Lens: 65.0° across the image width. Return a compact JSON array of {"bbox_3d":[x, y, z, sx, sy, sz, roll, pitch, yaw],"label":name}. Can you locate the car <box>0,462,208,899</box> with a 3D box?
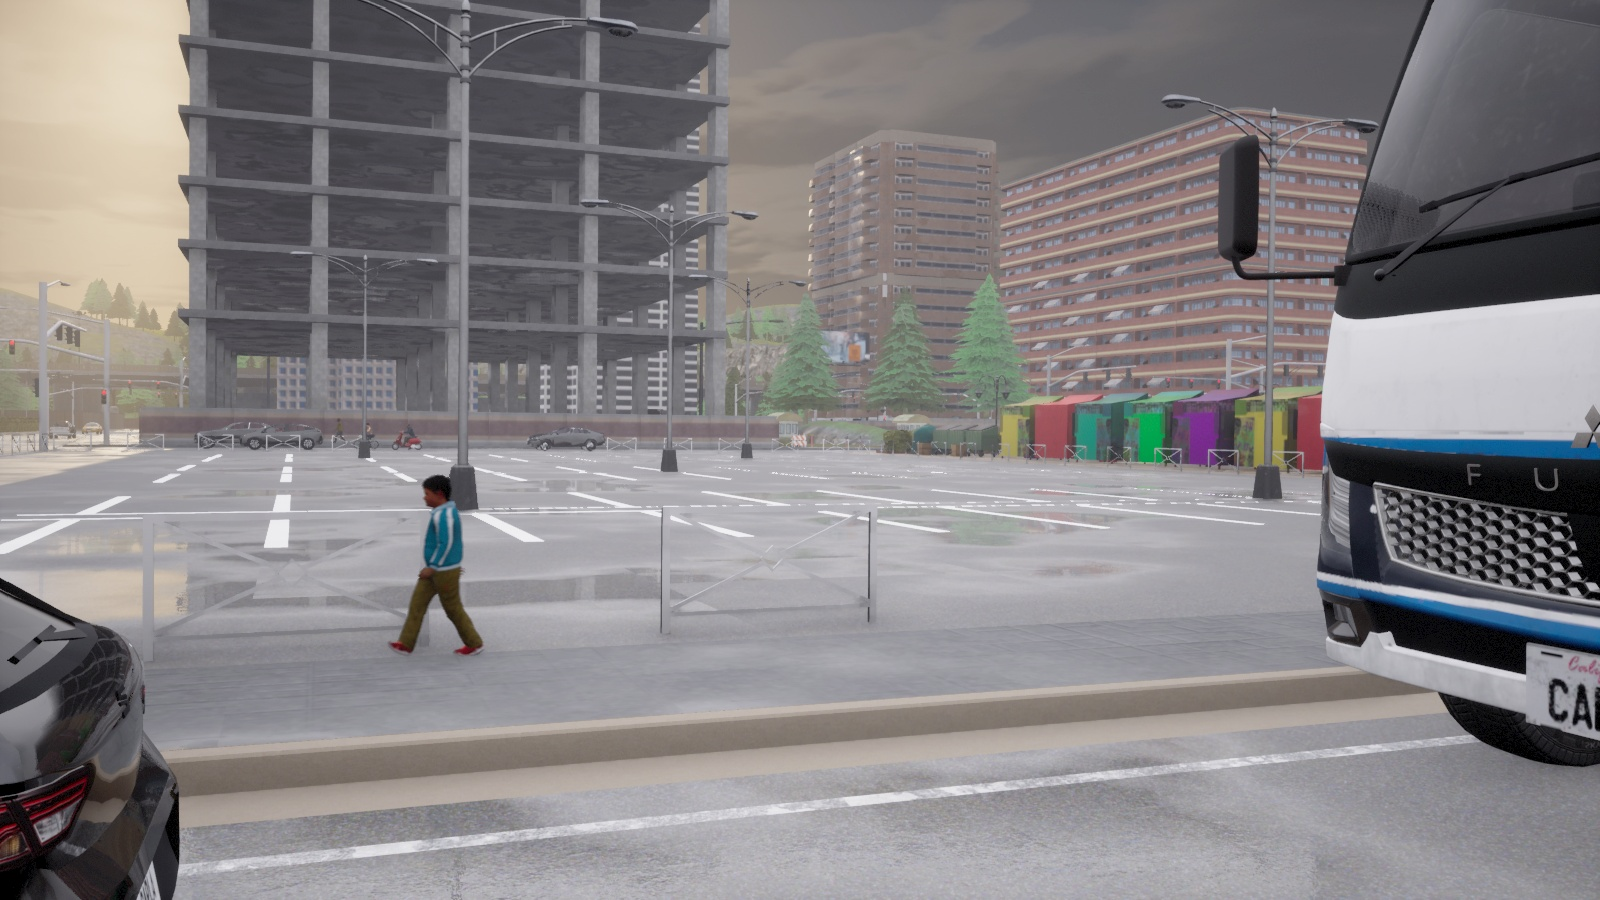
[{"bbox_3d":[-3.322,0.815,1.970,4.193,1.474,1.816,-1,1,-21],"label":"car"}]

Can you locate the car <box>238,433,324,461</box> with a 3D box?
[{"bbox_3d":[-29.989,-0.169,72.661,4.514,1.525,2.007,-1,1,-22],"label":"car"}]

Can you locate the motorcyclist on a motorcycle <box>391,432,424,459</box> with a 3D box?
[{"bbox_3d":[-23.535,-0.275,75.304,1.817,1.590,0.866,-1,1,-22],"label":"motorcyclist on a motorcycle"}]

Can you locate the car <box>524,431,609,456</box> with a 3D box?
[{"bbox_3d":[-14.696,-0.426,78.923,4.902,1.511,2.128,-1,1,-22],"label":"car"}]

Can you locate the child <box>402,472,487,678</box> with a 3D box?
[{"bbox_3d":[-2.153,0.736,7.596,0.448,1.192,0.343,-1,1,-22],"label":"child"}]

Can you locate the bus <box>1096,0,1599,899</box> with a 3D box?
[{"bbox_3d":[6.892,-0.747,5.803,10.273,4.253,3.944,-1,1,-20],"label":"bus"}]

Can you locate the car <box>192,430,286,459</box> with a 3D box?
[{"bbox_3d":[-33.451,-0.338,75.023,5.027,1.651,2.152,-1,1,-22],"label":"car"}]
